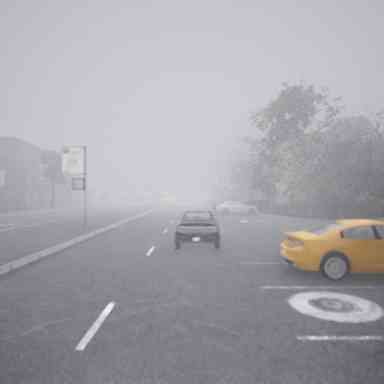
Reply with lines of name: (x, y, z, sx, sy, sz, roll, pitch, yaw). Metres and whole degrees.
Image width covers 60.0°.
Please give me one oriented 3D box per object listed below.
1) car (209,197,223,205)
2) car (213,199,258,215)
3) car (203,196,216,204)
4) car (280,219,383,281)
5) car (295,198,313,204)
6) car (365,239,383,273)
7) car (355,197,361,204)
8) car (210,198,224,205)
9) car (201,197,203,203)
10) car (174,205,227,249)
car: (5.096, 1.821, 44.322, 4.892, 1.521, 2.231, 0, -1, 0)
car: (5.097, 1.804, 37.900, 4.674, 1.452, 2.002, 0, -1, 0)
car: (5.144, 1.936, 71.934, 4.553, 1.767, 2.185, 0, -1, 0)
car: (5.082, 1.520, 9.416, 5.008, 1.535, 2.097, 0, 0, 0)
car: (20.884, 1.720, 60.323, 4.181, 1.385, 1.994, -1, -3, 0)
car: (5.090, 1.492, 3.848, 5.008, 1.535, 2.097, 0, 0, 0)
car: (29.840, 1.541, 60.440, 4.902, 1.511, 2.128, -1, -3, -1)
car: (5.106, 1.791, 41.049, 5.008, 1.535, 2.097, 0, -1, 0)
car: (5.073, 2.131, 75.103, 4.674, 1.452, 2.002, 0, 0, 0)
car: (0.341, 1.576, 14.948, 2.128, 1.511, 4.902, 0, 0, 4)
